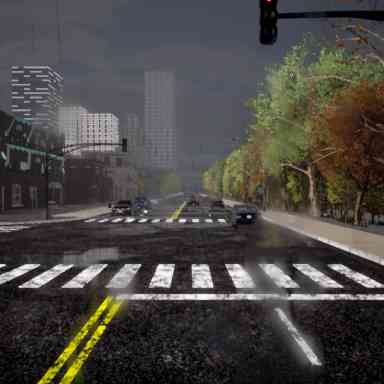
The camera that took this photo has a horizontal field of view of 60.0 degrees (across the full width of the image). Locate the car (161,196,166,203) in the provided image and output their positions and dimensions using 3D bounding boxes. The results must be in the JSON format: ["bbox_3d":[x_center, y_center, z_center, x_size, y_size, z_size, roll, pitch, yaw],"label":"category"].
[{"bbox_3d":[-6.358,1.505,68.298,2.128,1.511,4.902,0,0,0],"label":"car"}]

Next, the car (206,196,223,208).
[{"bbox_3d":[3.446,1.531,46.540,2.033,1.411,5.357,0,0,0],"label":"car"}]

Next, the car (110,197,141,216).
[{"bbox_3d":[-6.524,1.515,32.588,1.812,1.442,4.674,0,0,0],"label":"car"}]

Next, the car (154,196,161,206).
[{"bbox_3d":[-6.472,1.506,53.074,1.812,1.442,4.674,0,0,0],"label":"car"}]

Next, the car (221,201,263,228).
[{"bbox_3d":[3.397,1.541,22.189,2.033,1.411,5.357,0,0,0],"label":"car"}]

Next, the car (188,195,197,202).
[{"bbox_3d":[0.157,1.470,74.398,1.837,1.490,4.892,0,0,0],"label":"car"}]

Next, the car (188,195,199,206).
[{"bbox_3d":[0.216,1.580,55.666,1.895,1.301,4.718,0,0,0],"label":"car"}]

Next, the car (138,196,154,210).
[{"bbox_3d":[-6.500,1.337,42.781,2.097,1.767,4.553,0,0,0],"label":"car"}]

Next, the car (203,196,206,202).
[{"bbox_3d":[3.419,1.528,71.789,1.994,1.385,4.181,0,0,0],"label":"car"}]
